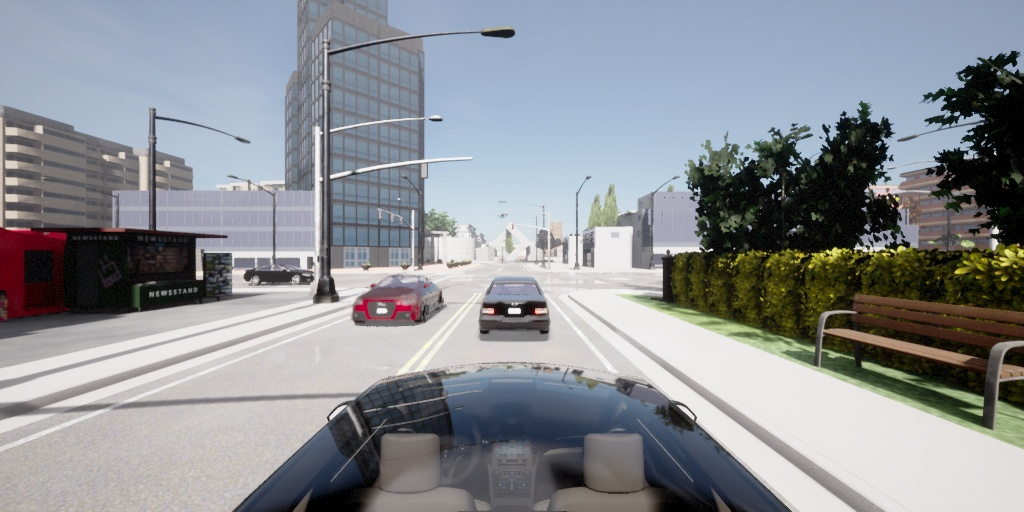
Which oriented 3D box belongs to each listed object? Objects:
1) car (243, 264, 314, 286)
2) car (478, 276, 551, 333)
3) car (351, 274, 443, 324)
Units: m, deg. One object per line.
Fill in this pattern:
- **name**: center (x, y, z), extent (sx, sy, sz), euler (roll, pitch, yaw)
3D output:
- **car**: center (-16.694, 1.349, 26.080), extent (4.902, 1.511, 2.128), euler (-1, 0, 0)
- **car**: center (0.067, 1.297, 10.673), extent (2.033, 1.411, 5.357), euler (0, 0, 0)
- **car**: center (-3.572, 1.314, 11.838), extent (1.994, 1.385, 4.181), euler (0, 0, 0)
